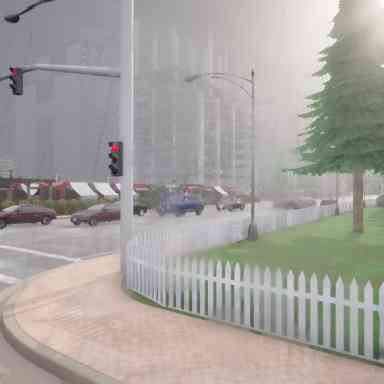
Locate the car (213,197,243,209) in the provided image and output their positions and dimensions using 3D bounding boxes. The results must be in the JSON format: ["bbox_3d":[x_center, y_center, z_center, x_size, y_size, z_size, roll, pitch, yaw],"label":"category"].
[{"bbox_3d":[5.181,1.492,46.672,2.128,1.511,4.902,0,0,34],"label":"car"}]

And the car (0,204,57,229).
[{"bbox_3d":[-11.386,1.526,22.140,1.812,1.442,4.674,0,0,36],"label":"car"}]

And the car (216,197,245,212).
[{"bbox_3d":[4.669,1.492,39.694,2.128,1.511,4.902,0,0,34],"label":"car"}]

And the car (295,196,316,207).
[{"bbox_3d":[18.269,1.478,53.306,1.882,1.535,5.008,0,0,34],"label":"car"}]

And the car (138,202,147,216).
[{"bbox_3d":[-6.169,1.478,29.887,1.882,1.535,5.008,0,0,34],"label":"car"}]

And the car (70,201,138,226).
[{"bbox_3d":[-6.271,1.526,23.431,1.812,1.442,4.674,0,0,34],"label":"car"}]

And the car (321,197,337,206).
[{"bbox_3d":[21.100,1.526,51.245,1.812,1.442,4.674,0,0,34],"label":"car"}]

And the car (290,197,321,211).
[{"bbox_3d":[13.869,1.563,40.500,1.994,1.385,4.181,0,0,34],"label":"car"}]

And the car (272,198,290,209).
[{"bbox_3d":[12.520,1.548,44.766,2.033,1.411,5.357,0,0,34],"label":"car"}]

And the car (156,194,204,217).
[{"bbox_3d":[-0.964,1.221,31.352,2.150,2.045,5.566,0,0,34],"label":"car"}]
